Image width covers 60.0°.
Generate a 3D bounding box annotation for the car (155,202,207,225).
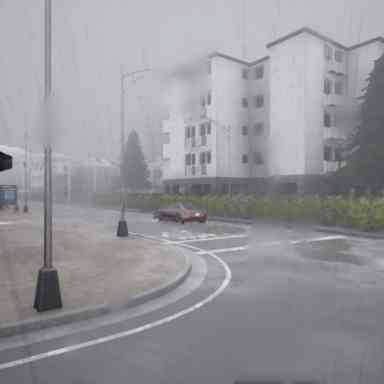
[{"bbox_3d":[-0.843,1.386,22.570,1.994,1.385,4.181,0,0,-36],"label":"car"}]
